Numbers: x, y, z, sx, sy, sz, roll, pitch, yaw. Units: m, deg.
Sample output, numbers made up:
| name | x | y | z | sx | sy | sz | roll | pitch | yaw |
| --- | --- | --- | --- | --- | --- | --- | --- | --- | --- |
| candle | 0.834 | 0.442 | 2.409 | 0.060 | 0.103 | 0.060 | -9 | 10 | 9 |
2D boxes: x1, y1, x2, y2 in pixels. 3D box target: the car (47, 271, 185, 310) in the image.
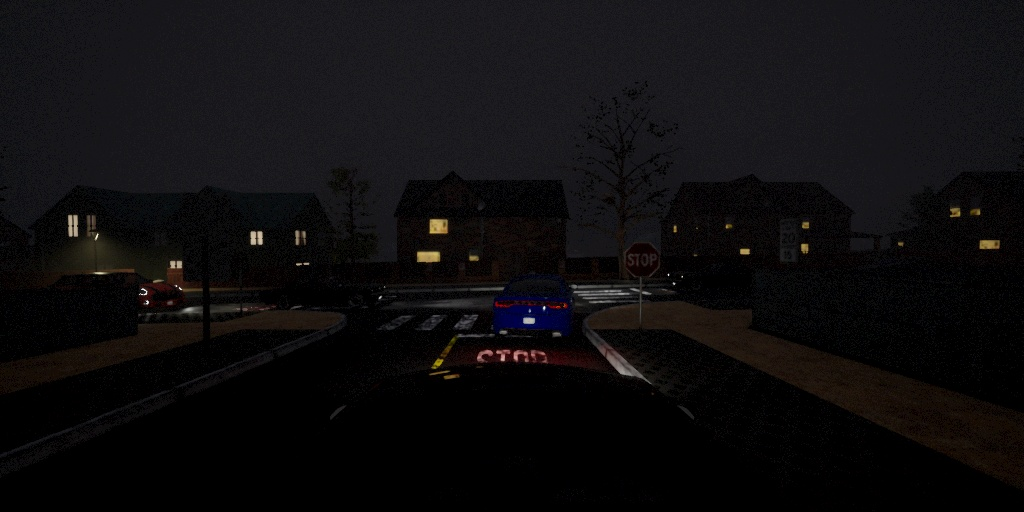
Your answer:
| name | x | y | z | sx | sy | sz | roll | pitch | yaw |
| --- | --- | --- | --- | --- | --- | --- | --- | --- | --- |
| car | -16.807 | 1.471 | 15.251 | 4.553 | 1.767 | 2.097 | -1 | 1 | 0 |

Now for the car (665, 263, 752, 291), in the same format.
| name | x | y | z | sx | sy | sz | roll | pitch | yaw |
| --- | --- | --- | --- | --- | --- | --- | --- | --- | --- |
| car | 10.401 | 1.034 | 18.202 | 4.718 | 1.301 | 1.895 | -1 | 1 | -1 |

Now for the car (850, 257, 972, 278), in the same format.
| name | x | y | z | sx | sy | sz | roll | pitch | yaw |
| --- | --- | --- | --- | --- | --- | --- | --- | --- | --- |
| car | 20.046 | 0.753 | 18.243 | 5.357 | 1.411 | 2.033 | -1 | 1 | 0 |

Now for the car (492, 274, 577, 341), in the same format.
| name | x | y | z | sx | sy | sz | roll | pitch | yaw |
| --- | --- | --- | --- | --- | --- | --- | --- | --- | --- |
| car | 0.781 | 1.226 | 10.061 | 1.882 | 1.535 | 5.008 | 0 | 0 | 10 |

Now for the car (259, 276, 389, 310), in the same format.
| name | x | y | z | sx | sy | sz | roll | pitch | yaw |
| --- | --- | --- | --- | --- | --- | --- | --- | --- | --- |
| car | -7.820 | 1.506 | 15.263 | 4.718 | 1.301 | 1.895 | -1 | 1 | 0 |
